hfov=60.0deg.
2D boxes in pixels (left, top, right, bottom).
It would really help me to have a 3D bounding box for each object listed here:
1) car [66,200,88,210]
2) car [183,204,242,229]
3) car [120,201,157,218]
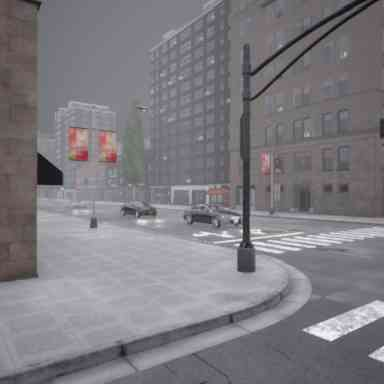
[{"bbox_3d":[-16.397,1.778,47.292,1.895,1.301,4.718,0,0,-35],"label":"car"},{"bbox_3d":[1.284,1.552,22.549,2.128,1.511,4.902,0,0,-36],"label":"car"},{"bbox_3d":[-5.112,1.581,31.462,1.882,1.535,5.008,0,0,-35],"label":"car"}]
